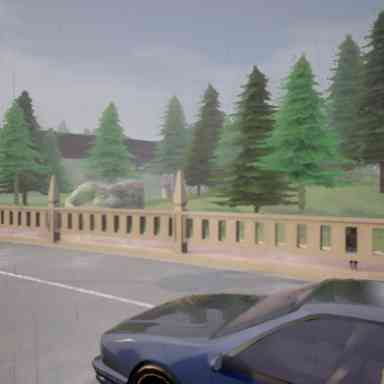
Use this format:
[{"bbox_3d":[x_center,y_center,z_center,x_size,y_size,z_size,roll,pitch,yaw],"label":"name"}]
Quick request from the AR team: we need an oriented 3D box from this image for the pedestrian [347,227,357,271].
[{"bbox_3d":[4.220,1.104,8.727,0.375,1.860,0.375,0,0,34],"label":"pedestrian"}]

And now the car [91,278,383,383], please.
[{"bbox_3d":[1.553,1.534,2.764,5.357,1.411,2.033,0,0,35],"label":"car"}]
